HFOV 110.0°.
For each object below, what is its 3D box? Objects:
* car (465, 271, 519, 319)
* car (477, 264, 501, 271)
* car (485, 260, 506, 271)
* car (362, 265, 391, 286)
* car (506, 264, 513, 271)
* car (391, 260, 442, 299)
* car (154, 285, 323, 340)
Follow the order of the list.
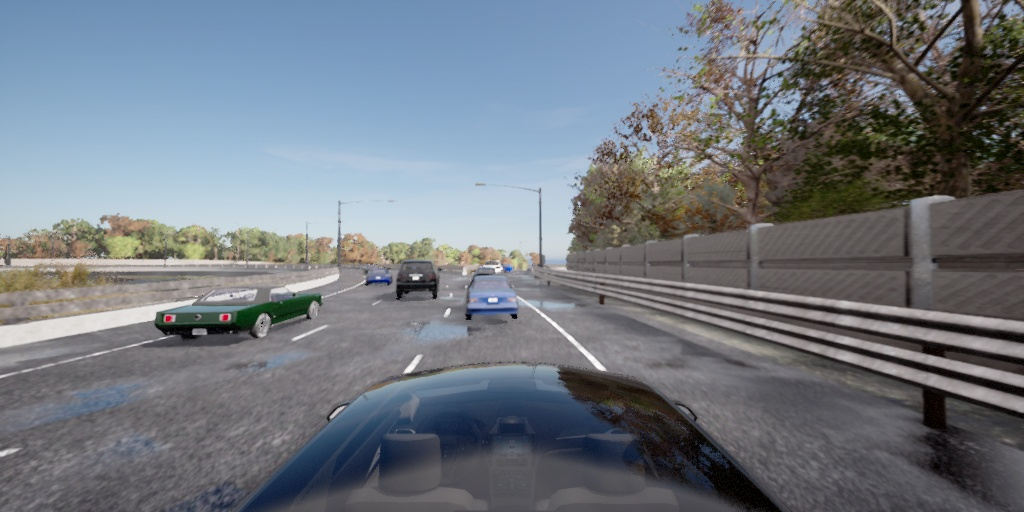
[{"bbox_3d":[-0.833,1.465,13.730,2.033,1.411,5.357,0,-1,-5],"label":"car"},{"bbox_3d":[-1.988,1.613,27.391,1.837,1.490,4.892,0,-1,-4],"label":"car"},{"bbox_3d":[-2.253,1.547,43.231,2.150,2.045,5.566,0,-1,1],"label":"car"},{"bbox_3d":[-11.299,1.754,30.702,1.994,1.385,4.181,0,-1,-16],"label":"car"},{"bbox_3d":[-0.914,2.017,59.353,1.882,1.535,5.008,0,-1,7],"label":"car"},{"bbox_3d":[-5.284,1.250,20.583,2.150,2.045,5.566,0,-1,-10],"label":"car"},{"bbox_3d":[-7.437,1.501,10.532,1.895,1.301,4.718,0,-1,-5],"label":"car"}]
